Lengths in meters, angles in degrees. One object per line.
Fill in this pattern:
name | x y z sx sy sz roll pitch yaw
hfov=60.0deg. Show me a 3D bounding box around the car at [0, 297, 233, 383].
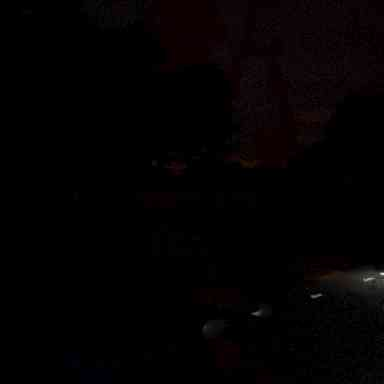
car | -2.207 1.548 1.857 5.357 1.411 2.033 -2 2 -36
